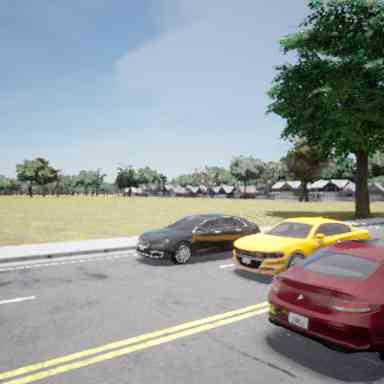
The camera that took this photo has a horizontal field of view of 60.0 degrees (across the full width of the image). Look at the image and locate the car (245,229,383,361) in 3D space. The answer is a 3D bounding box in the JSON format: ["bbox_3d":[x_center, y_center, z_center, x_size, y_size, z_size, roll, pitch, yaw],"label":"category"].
[{"bbox_3d":[3.294,1.567,5.785,4.674,1.442,1.812,1,0,-35],"label":"car"}]

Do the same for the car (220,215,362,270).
[{"bbox_3d":[3.458,1.537,10.142,5.008,1.535,1.882,1,0,-35],"label":"car"}]

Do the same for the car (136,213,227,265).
[{"bbox_3d":[0.396,1.554,11.949,4.892,1.490,1.837,0,0,-35],"label":"car"}]
